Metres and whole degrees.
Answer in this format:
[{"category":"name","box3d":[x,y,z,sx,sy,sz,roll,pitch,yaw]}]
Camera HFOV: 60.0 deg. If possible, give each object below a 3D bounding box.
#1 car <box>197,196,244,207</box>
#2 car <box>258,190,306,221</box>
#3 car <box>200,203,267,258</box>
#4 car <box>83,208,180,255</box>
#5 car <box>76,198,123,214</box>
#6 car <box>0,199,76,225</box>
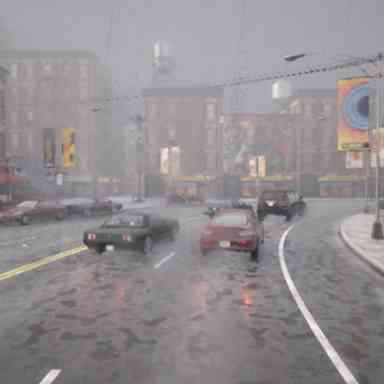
[{"category":"car","box3d":[2.768,1.152,24.298,2.033,1.411,5.357,1,1,31]},{"category":"car","box3d":[6.449,0.839,23.591,2.150,2.045,5.566,0,1,32]},{"category":"car","box3d":[1.559,1.330,11.933,1.812,1.442,4.674,0,1,15]},{"category":"car","box3d":[-1.946,1.398,12.384,1.895,1.301,4.718,0,1,15]},{"category":"car","box3d":[-7.757,1.165,26.390,1.895,1.301,4.718,1,1,30]},{"category":"car","box3d":[-9.918,1.176,21.082,2.002,1.452,4.674,0,1,20]}]
